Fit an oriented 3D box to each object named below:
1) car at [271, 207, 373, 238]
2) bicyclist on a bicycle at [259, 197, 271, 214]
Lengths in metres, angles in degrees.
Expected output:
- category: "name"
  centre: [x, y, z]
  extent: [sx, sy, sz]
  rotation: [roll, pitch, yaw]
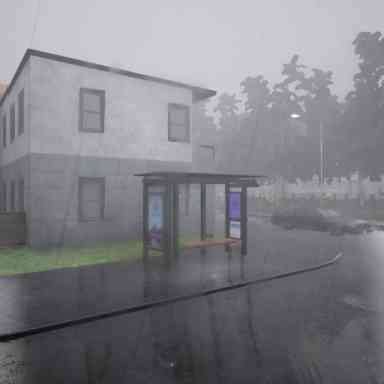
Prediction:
- category: "car"
  centre: [6.857, 1.547, 18.267]
  extent: [2.033, 1.411, 5.357]
  rotation: [0, 0, -34]
- category: "bicyclist on a bicycle"
  centre: [7.145, 1.349, 32.428]
  extent: [1.656, 1.620, 0.582]
  rotation: [0, 0, -35]
